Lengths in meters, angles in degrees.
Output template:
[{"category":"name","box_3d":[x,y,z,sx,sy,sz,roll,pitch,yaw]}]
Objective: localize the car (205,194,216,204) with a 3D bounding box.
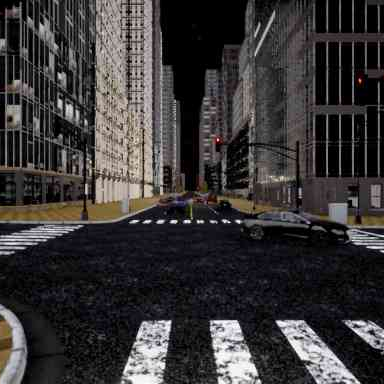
[{"category":"car","box_3d":[3.744,1.313,63.916,2.192,1.841,5.009,0,0,0]}]

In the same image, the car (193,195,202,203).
[{"category":"car","box_3d":[1.145,1.488,73.260,1.837,1.490,4.892,0,0,0]}]

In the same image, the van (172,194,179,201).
[{"category":"van","box_3d":[-4.244,1.315,85.989,1.690,1.788,3.998,0,0,0]}]

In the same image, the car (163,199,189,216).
[{"category":"car","box_3d":[-1.524,1.618,33.075,1.895,1.301,4.718,0,0,0]}]

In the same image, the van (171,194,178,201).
[{"category":"van","box_3d":[-4.217,1.321,80.461,1.690,1.788,3.998,0,0,0]}]

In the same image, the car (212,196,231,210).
[{"category":"car","box_3d":[3.900,1.579,41.808,1.947,1.339,4.313,0,0,0]}]

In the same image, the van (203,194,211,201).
[{"category":"van","box_3d":[3.663,1.321,80.499,1.690,1.788,3.998,0,0,0]}]

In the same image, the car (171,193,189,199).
[{"category":"car","box_3d":[-1.603,1.360,51.031,2.097,1.767,4.553,0,0,0]}]

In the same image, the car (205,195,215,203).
[{"category":"car","box_3d":[3.717,1.432,69.445,1.967,1.590,4.097,0,0,0]}]

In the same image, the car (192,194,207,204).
[{"category":"car","box_3d":[1.274,1.599,63.092,1.895,1.301,4.718,0,0,0]}]

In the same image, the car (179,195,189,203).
[{"category":"car","box_3d":[-1.589,1.390,67.572,1.882,1.535,5.008,0,0,0]}]

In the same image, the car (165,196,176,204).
[{"category":"car","box_3d":[-4.136,1.564,63.878,1.947,1.339,4.313,0,0,0]}]

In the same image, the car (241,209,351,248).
[{"category":"car","box_3d":[4.700,1.584,15.521,4.902,1.511,2.128,2,1,35]}]

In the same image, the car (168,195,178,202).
[{"category":"car","box_3d":[-4.190,1.426,74.934,1.967,1.590,4.097,0,0,0]}]

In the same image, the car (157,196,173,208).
[{"category":"car","box_3d":[-4.056,1.593,47.296,1.802,1.307,4.206,0,0,0]}]
